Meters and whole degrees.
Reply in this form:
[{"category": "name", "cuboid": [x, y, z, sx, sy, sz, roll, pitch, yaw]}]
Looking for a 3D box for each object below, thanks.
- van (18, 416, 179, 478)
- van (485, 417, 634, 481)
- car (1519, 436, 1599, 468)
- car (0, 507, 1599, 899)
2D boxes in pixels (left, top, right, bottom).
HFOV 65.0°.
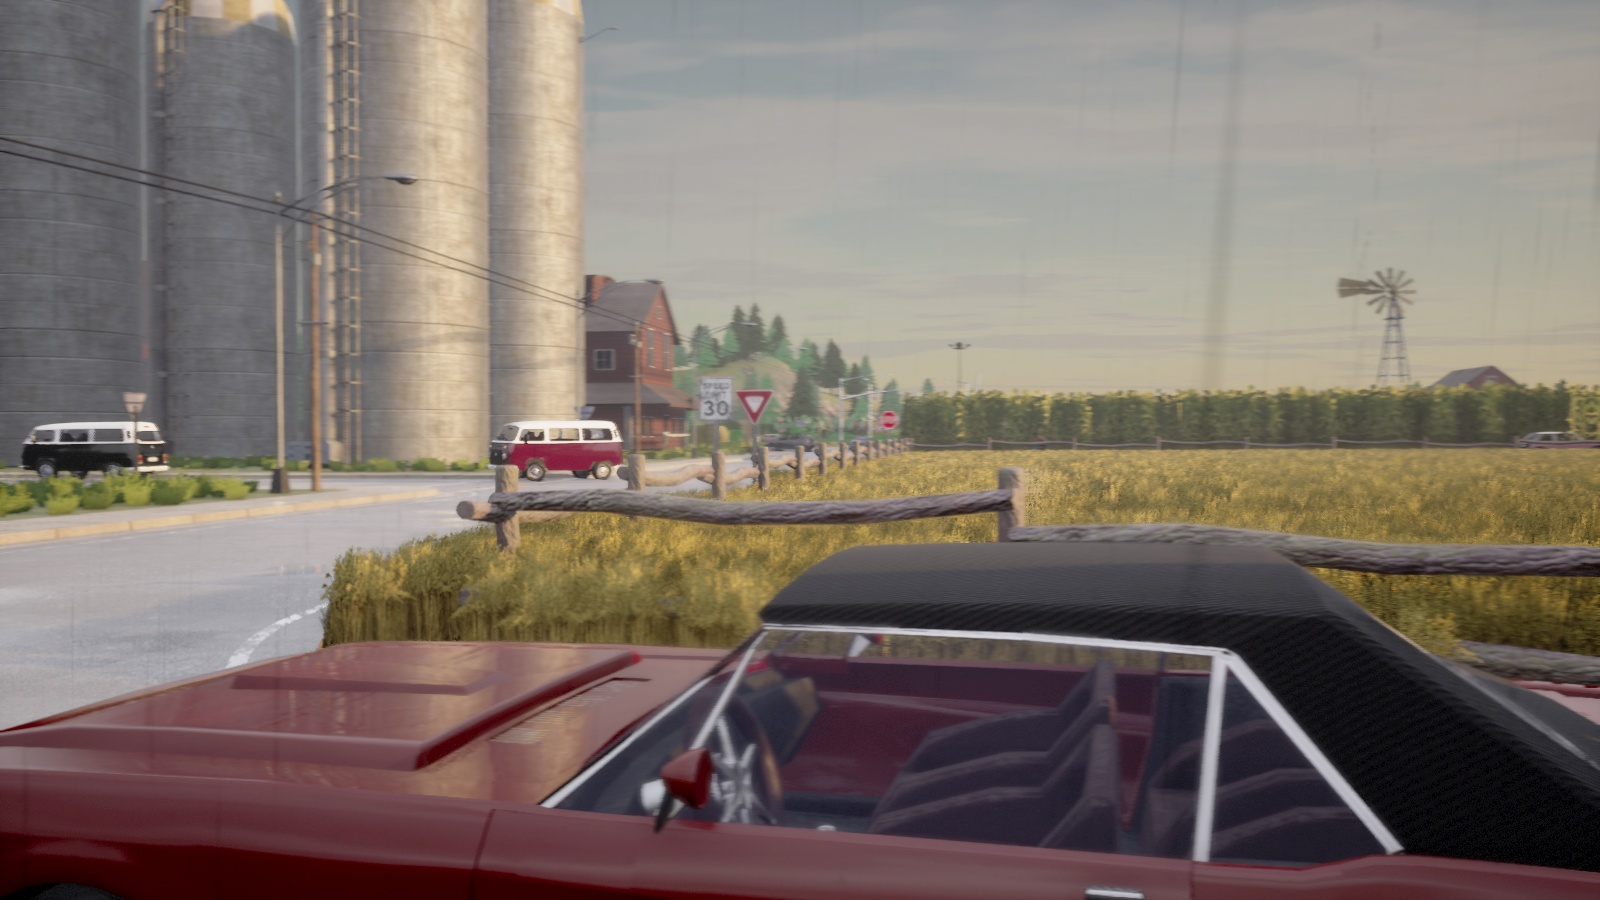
[{"category": "van", "cuboid": [-24.017, -0.130, 43.058, 4.480, 2.038, 2.069, 0, 1, 8]}, {"category": "van", "cuboid": [-8.132, -0.050, 42.539, 4.480, 2.038, 2.069, 0, 2, -36]}, {"category": "car", "cuboid": [36.637, 0.098, 59.664, 3.806, 1.475, 1.970, 0, 1, 9]}, {"category": "car", "cuboid": [0.149, 0.889, 3.076, 4.718, 1.301, 1.895, 0, 1, 14]}]
